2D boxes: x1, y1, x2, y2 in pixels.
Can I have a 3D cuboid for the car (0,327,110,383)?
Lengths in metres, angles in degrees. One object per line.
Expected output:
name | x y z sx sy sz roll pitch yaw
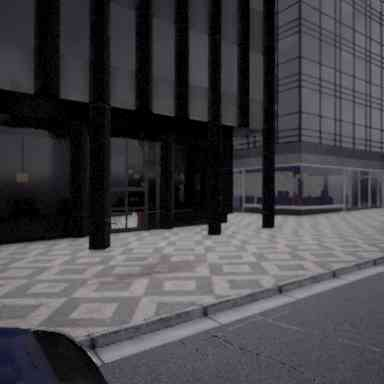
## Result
car | -2.463 1.588 1.621 4.181 1.385 1.994 -1 1 -35
